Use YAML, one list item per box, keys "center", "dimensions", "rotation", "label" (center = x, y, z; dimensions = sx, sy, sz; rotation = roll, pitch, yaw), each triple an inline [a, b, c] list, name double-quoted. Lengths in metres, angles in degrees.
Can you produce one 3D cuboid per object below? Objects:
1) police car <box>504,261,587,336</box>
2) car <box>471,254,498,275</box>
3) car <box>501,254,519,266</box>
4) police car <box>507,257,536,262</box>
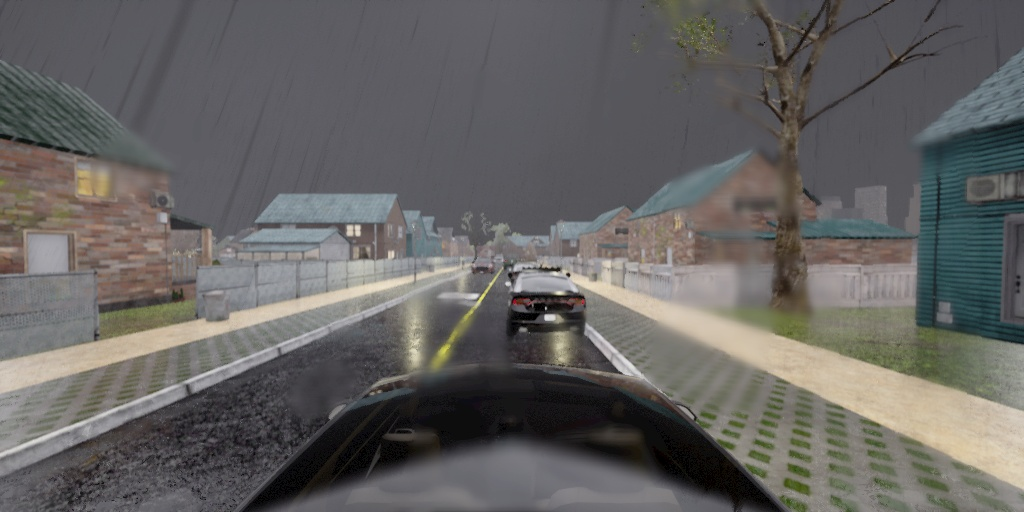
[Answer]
- center: [0.827, 1.119, 10.365]
  dimensions: [1.930, 1.638, 5.238]
  rotation: [0, 0, 0]
  label: "police car"
- center: [-2.840, 0.914, 35.904]
  dimensions: [2.097, 1.767, 4.553]
  rotation: [0, 0, 0]
  label: "car"
- center: [0.029, 0.738, 47.012]
  dimensions: [2.150, 2.045, 5.566]
  rotation: [0, 0, 0]
  label: "car"
- center: [0.828, 1.063, 20.367]
  dimensions: [1.930, 1.638, 5.238]
  rotation: [0, 0, 0]
  label: "police car"
